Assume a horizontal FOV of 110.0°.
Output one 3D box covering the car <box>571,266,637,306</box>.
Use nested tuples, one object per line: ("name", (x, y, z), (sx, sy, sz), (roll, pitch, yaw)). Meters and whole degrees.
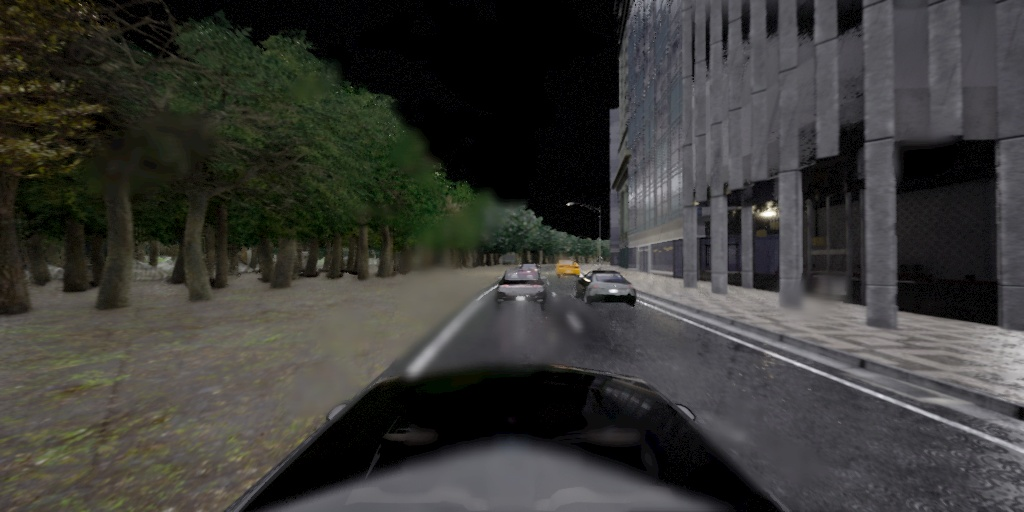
("car", (3.972, 1.306, 15.739), (1.994, 1.385, 4.181), (0, 0, 2))

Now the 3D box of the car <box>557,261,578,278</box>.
("car", (5.230, 1.186, 33.590), (1.882, 1.535, 5.008), (0, 0, 5))

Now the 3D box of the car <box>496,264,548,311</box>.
("car", (0.409, 1.234, 14.410), (2.128, 1.511, 4.902), (0, 0, 2))
